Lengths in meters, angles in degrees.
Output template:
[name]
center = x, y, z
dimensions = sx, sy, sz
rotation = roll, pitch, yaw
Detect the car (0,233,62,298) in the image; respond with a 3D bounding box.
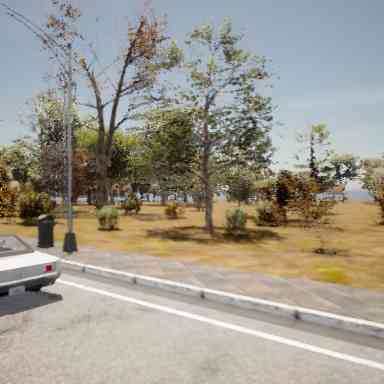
[car]
center = -5.163, 1.602, 7.680
dimensions = 4.718, 1.301, 1.895
rotation = 0, 0, 36
